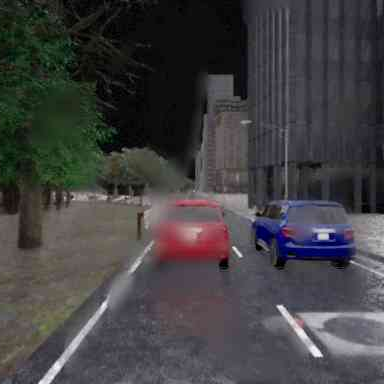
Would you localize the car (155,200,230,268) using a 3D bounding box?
[{"bbox_3d":[0.030,1.279,11.587,2.150,2.045,5.566,0,0,0],"label":"car"}]

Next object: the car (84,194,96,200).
[{"bbox_3d":[-26.909,1.408,88.567,5.008,1.535,1.882,1,1,44],"label":"car"}]

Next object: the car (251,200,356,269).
[{"bbox_3d":[3.529,1.279,11.558,2.150,2.045,5.566,0,0,0],"label":"car"}]
